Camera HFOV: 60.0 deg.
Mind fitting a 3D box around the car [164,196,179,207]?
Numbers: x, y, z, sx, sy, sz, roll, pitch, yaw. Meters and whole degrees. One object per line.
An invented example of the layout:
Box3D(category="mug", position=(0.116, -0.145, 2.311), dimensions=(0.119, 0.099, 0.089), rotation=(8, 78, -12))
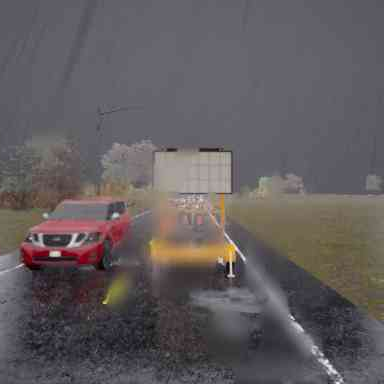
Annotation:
Box3D(category="car", position=(-3.214, 1.384, 53.338), dimensions=(2.097, 1.767, 4.553), rotation=(0, 0, 1))

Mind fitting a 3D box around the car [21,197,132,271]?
Box3D(category="car", position=(-3.484, 1.226, 11.240), dimensions=(2.150, 2.045, 5.566), rotation=(0, 0, 0))

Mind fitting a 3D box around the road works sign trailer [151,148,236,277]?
Box3D(category="road works sign trailer", position=(0.026, 0.468, 10.228), dimensions=(2.380, 3.560, 2.880), rotation=(0, 0, -1))
